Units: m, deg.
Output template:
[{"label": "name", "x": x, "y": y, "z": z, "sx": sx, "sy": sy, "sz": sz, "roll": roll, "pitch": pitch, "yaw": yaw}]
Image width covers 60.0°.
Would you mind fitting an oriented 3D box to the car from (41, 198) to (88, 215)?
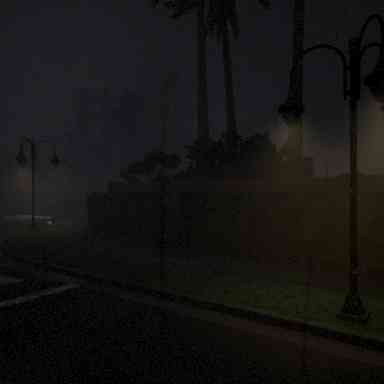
[{"label": "car", "x": -11.653, "y": 1.335, "z": 31.210, "sx": 1.837, "sy": 1.490, "sz": 4.892, "roll": 0, "pitch": 0, "yaw": 36}]
